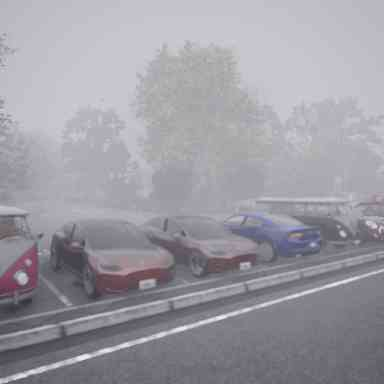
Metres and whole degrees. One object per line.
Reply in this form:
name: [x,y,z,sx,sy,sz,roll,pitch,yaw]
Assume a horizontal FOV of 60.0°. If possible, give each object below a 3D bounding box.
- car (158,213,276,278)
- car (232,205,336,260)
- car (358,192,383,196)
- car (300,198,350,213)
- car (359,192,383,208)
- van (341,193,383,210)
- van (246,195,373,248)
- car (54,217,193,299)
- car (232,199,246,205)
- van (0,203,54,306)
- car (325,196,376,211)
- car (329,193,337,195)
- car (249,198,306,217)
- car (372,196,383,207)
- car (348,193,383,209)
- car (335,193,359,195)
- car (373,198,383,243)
car: [-0.026,1.485,10.440,2.163,1.488,4.792,0,0,-36]
car: [2.240,1.448,12.090,2.097,1.535,5.008,0,0,-36]
car: [13.653,1.158,20.226,2.435,2.045,5.566,0,0,-36]
car: [14.773,1.411,37.108,2.163,1.488,4.792,0,0,-36]
car: [26.060,1.087,45.183,2.435,2.045,5.566,0,0,-36]
van: [21.459,1.133,42.070,1.878,1.987,4.442,0,0,-36]
van: [4.584,1.215,13.630,1.878,1.987,4.442,0,0,-36]
car: [-2.306,1.493,8.809,2.163,1.488,4.792,0,0,-36]
car: [5.721,1.413,30.676,2.231,1.521,4.892,0,0,-36]
van: [-4.536,1.245,7.106,1.878,1.987,4.442,0,0,-36]
car: [19.163,1.363,40.513,1.946,1.575,5.366,0,0,-36]
car: [12.479,1.263,35.541,2.185,1.767,4.553,0,0,-36]
car: [8.091,1.401,32.136,1.946,1.575,5.366,0,0,-36]
car: [28.285,1.353,46.844,2.163,1.488,4.792,0,0,-36]
car: [23.769,1.099,43.614,2.435,2.045,5.566,0,0,-36]
car: [16.996,1.122,38.769,2.435,2.045,5.566,0,0,-36]
car: [6.778,1.307,15.381,2.185,1.767,4.553,0,0,-36]
